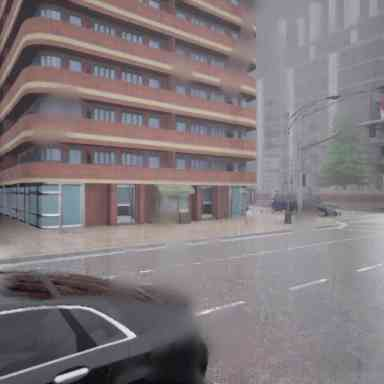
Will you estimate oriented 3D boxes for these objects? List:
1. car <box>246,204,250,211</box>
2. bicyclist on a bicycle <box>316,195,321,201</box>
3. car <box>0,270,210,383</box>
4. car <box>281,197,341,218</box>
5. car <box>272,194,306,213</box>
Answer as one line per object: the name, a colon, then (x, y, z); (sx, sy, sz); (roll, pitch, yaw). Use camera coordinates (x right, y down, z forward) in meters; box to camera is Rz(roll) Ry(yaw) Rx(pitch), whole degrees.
car: (4.755, 1.564, 38.500); (1.994, 1.385, 4.181); (0, 0, -37)
bicyclist on a bicycle: (17.784, 1.300, 46.920); (1.656, 1.620, 0.582); (0, 0, -36)
car: (-2.097, 1.505, 2.476); (4.892, 1.490, 1.837); (0, 0, -36)
car: (10.914, 1.491, 29.945); (2.128, 1.511, 4.902); (0, 0, -35)
car: (11.166, 1.224, 35.688); (2.150, 2.045, 5.566); (0, 0, -36)
